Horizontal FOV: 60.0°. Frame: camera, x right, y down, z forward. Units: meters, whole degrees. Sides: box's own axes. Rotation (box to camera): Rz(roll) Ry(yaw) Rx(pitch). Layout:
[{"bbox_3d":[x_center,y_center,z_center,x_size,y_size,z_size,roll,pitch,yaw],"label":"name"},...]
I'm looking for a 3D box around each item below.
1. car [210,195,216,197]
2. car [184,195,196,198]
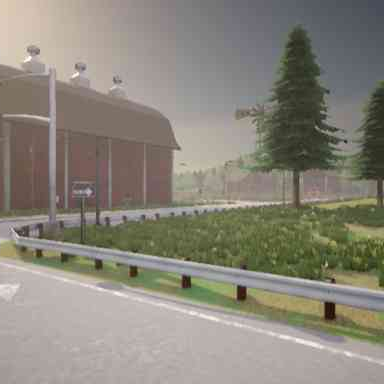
[{"bbox_3d":[5.958,1.519,94.005,1.784,1.438,3.905,0,0,36],"label":"car"},{"bbox_3d":[-0.611,1.502,82.879,1.816,1.474,4.193,0,0,36],"label":"car"}]
